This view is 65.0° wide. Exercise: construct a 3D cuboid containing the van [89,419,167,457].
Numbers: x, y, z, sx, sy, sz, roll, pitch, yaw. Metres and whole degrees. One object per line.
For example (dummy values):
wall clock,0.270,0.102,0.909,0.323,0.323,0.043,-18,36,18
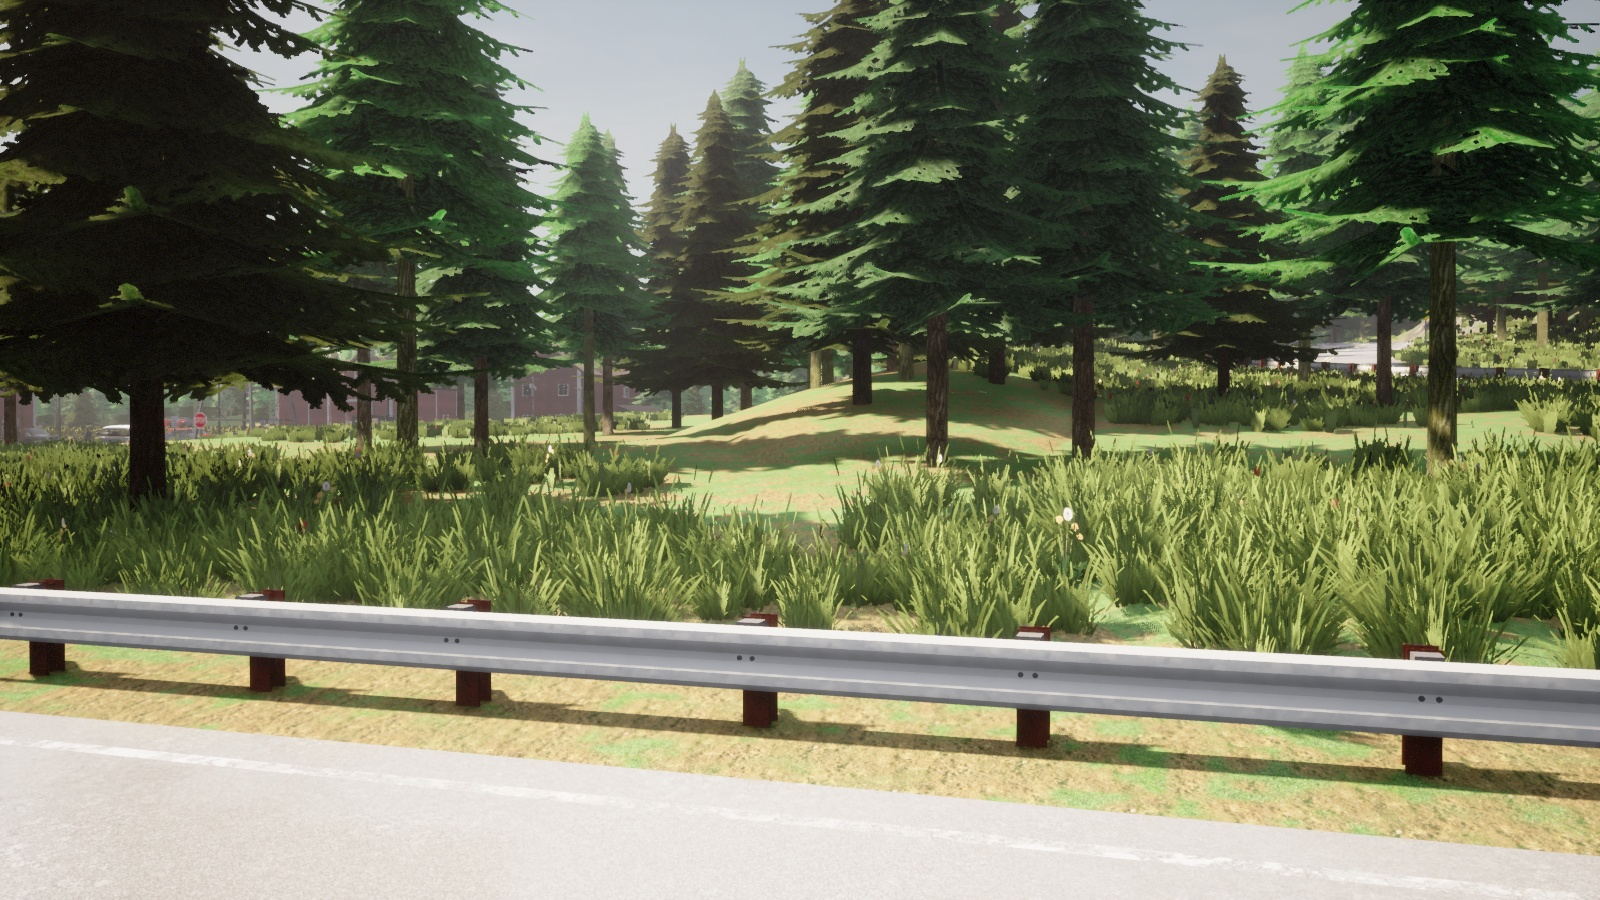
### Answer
van,-37.543,-0.690,70.260,2.069,2.038,4.480,1,1,-2
